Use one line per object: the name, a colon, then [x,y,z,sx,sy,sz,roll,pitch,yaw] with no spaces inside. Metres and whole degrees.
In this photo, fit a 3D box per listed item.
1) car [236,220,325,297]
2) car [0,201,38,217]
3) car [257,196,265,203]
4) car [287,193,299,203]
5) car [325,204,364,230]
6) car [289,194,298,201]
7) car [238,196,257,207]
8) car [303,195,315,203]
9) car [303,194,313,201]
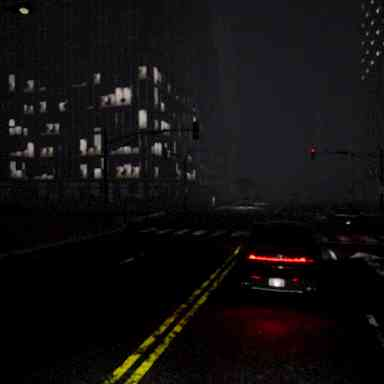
car: [2.351,1.497,8.737,1.837,1.490,4.892,0,0,17]
car: [-15.329,1.422,28.482,4.313,1.339,1.947,1,1,18]
car: [13.101,1.449,65.554,1.812,1.442,4.674,0,0,18]
car: [21.246,1.129,69.808,2.150,2.045,5.566,0,0,17]
car: [9.916,1.563,21.867,2.128,1.511,4.902,1,1,17]
car: [24.316,1.203,79.732,1.882,1.535,5.008,0,0,17]
car: [8.159,1.473,49.812,1.812,1.442,4.674,0,0,17]
car: [24.341,1.444,68.817,2.033,1.411,5.357,0,0,17]
car: [27.420,1.278,78.771,1.994,1.385,4.181,0,0,17]
